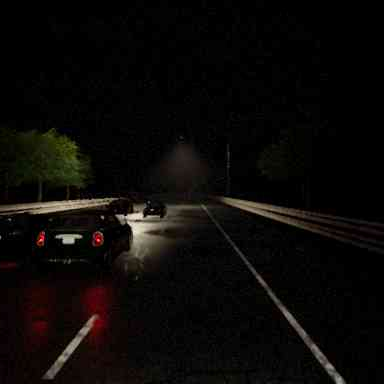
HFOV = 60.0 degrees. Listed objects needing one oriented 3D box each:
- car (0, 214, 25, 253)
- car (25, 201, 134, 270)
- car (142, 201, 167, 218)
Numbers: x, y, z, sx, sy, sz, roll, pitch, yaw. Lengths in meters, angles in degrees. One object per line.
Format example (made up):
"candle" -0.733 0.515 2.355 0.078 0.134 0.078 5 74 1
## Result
"car" -6.884 1.578 13.745 1.994 1.385 4.181 0 0 0
"car" -3.388 1.364 11.262 2.097 1.767 4.553 0 0 0
"car" -3.364 1.575 30.595 2.033 1.411 5.357 0 0 0
